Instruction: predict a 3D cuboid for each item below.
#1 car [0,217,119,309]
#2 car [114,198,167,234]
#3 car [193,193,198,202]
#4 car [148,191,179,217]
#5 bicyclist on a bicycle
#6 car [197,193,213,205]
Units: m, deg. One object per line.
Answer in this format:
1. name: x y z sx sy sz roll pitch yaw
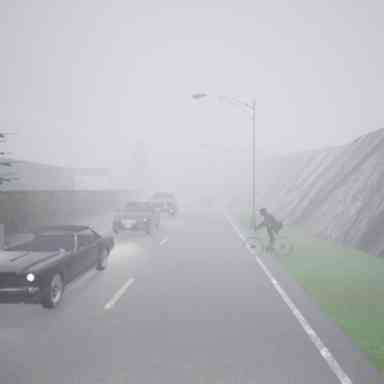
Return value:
1. car: -3.368 1.514 7.832 1.895 1.301 4.718 0 1 3
2. car: -2.884 1.313 18.050 2.128 1.511 4.902 0 1 3
3. car: 1.344 0.935 59.212 1.882 1.535 5.008 0 1 -8
4. car: -2.383 0.949 28.384 2.150 2.045 5.566 0 1 3
5. bicyclist on a bicycle: 2.535 1.357 11.094 1.656 1.620 0.582 0 1 3
6. car: 2.143 1.108 48.359 2.033 1.411 5.357 0 1 1
